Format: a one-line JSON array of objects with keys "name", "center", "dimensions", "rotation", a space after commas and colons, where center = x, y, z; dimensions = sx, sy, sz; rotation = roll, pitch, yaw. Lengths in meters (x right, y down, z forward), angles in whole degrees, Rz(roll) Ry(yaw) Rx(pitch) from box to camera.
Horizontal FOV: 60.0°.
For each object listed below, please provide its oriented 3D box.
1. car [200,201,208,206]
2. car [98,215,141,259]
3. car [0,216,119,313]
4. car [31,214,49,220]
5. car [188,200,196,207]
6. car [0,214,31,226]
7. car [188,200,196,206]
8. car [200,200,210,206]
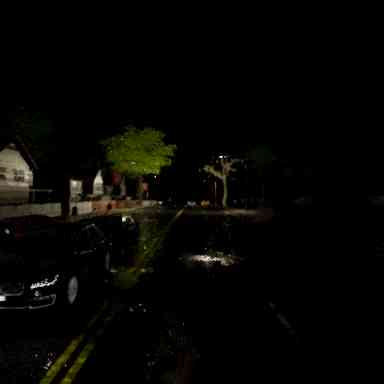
[{"name": "car", "center": [3.156, 2.927, 86.201], "dimensions": [1.895, 1.301, 4.718], "rotation": [0, -2, 0]}, {"name": "car", "center": [-3.296, 1.633, 13.341], "dimensions": [2.033, 1.411, 5.357], "rotation": [0, 0, 1]}, {"name": "car", "center": [-3.262, 1.556, 8.040], "dimensions": [1.837, 1.490, 4.892], "rotation": [0, 0, -1]}, {"name": "car", "center": [-6.552, 1.637, 13.006], "dimensions": [1.812, 1.442, 4.674], "rotation": [0, 1, 0]}, {"name": "car", "center": [-0.071, 2.719, 75.878], "dimensions": [1.895, 1.301, 4.718], "rotation": [0, -1, 0]}, {"name": "car", "center": [-6.503, 1.461, 8.561], "dimensions": [2.128, 1.511, 4.902], "rotation": [0, 4, 0]}, {"name": "car", "center": [-0.094, 2.871, 86.165], "dimensions": [2.033, 1.411, 5.357], "rotation": [0, -2, 0]}, {"name": "car", "center": [3.180, 2.504, 76.706], "dimensions": [1.882, 1.535, 5.008], "rotation": [0, -2, 0]}]
